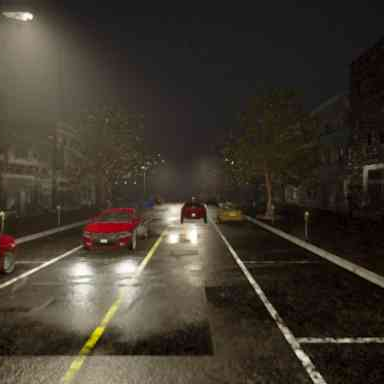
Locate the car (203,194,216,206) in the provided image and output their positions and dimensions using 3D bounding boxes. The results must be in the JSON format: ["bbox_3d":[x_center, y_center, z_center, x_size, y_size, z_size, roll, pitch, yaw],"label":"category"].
[{"bbox_3d":[2.723,1.433,46.541,1.887,1.381,4.507,-1,0,0],"label":"car"}]

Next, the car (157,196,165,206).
[{"bbox_3d":[-5.654,1.315,52.091,1.967,1.590,4.097,0,0,0],"label":"car"}]

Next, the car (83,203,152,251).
[{"bbox_3d":[-3.090,1.443,14.173,1.882,1.535,5.008,0,0,0],"label":"car"}]

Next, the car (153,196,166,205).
[{"bbox_3d":[-5.649,1.443,57.636,1.802,1.307,4.206,0,0,0],"label":"car"}]

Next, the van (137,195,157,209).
[{"bbox_3d":[-5.664,1.243,41.003,1.690,1.788,3.998,-1,0,0],"label":"van"}]

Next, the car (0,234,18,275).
[{"bbox_3d":[-5.687,1.564,7.740,1.802,1.307,4.206,-1,0,0],"label":"car"}]

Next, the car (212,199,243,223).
[{"bbox_3d":[2.706,1.466,24.536,1.752,1.417,4.829,-1,0,0],"label":"car"}]

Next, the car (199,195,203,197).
[{"bbox_3d":[0.134,1.456,44.842,1.994,1.385,4.181,0,0,0],"label":"car"}]

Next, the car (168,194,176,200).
[{"bbox_3d":[-5.624,1.324,90.899,1.887,1.381,4.507,0,0,0],"label":"car"}]

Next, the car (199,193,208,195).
[{"bbox_3d":[2.742,1.135,74.261,2.192,1.841,5.009,-1,0,0],"label":"car"}]

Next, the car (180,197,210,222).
[{"bbox_3d":[0.119,1.416,25.429,1.882,1.535,5.008,0,0,0],"label":"car"}]

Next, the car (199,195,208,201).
[{"bbox_3d":[2.748,1.357,79.805,2.008,1.369,4.403,-1,0,0],"label":"car"}]
